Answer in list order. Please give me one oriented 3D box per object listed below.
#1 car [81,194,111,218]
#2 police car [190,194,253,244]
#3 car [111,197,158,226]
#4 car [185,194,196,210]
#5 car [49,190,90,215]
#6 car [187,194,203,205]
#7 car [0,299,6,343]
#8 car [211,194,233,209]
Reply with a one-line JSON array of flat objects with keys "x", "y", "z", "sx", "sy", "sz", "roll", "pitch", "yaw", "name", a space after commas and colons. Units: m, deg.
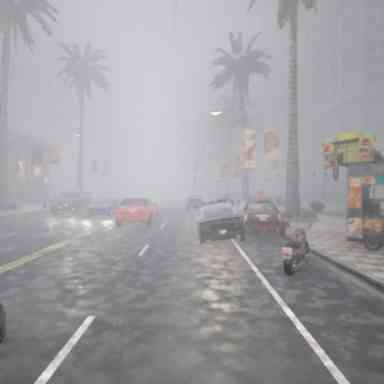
[{"x": -7.002, "y": 1.167, "z": 26.901, "sx": 1.882, "sy": 1.535, "sz": 5.008, "roll": 0, "pitch": 1, "yaw": 1, "name": "car"}, {"x": 1.108, "y": 1.150, "z": 15.032, "sx": 1.930, "sy": 1.638, "sz": 5.238, "roll": -8, "pitch": 3, "yaw": 0, "name": "police car"}, {"x": -3.371, "y": 1.108, "z": 21.131, "sx": 2.097, "sy": 1.767, "sz": 4.553, "roll": 0, "pitch": 1, "yaw": 0, "name": "car"}, {"x": 0.354, "y": 1.097, "z": 35.561, "sx": 1.837, "sy": 1.490, "sz": 4.892, "roll": 0, "pitch": 1, "yaw": 0, "name": "car"}, {"x": -10.464, "y": 0.886, "z": 29.351, "sx": 2.150, "sy": 2.045, "sz": 5.566, "roll": 0, "pitch": 0, "yaw": 1, "name": "car"}, {"x": 0.447, "y": 1.015, "z": 46.368, "sx": 2.033, "sy": 1.411, "sz": 5.357, "roll": 0, "pitch": 1, "yaw": 1, "name": "car"}, {"x": -3.400, "y": 1.475, "z": 2.500, "sx": 1.837, "sy": 1.490, "sz": 4.892, "roll": 0, "pitch": 1, "yaw": 0, "name": "car"}, {"x": 3.413, "y": 1.069, "z": 38.604, "sx": 2.161, "sy": 1.482, "sz": 4.786, "roll": 0, "pitch": 1, "yaw": 0, "name": "car"}]
